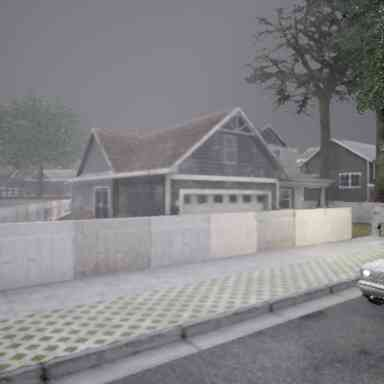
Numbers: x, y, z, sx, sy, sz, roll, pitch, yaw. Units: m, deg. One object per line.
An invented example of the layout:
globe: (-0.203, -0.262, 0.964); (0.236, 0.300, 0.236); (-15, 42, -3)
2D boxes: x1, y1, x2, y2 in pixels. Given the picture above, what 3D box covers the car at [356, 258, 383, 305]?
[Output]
car: (5.478, 1.626, 6.969); (4.718, 1.301, 1.895); (0, 0, -35)
